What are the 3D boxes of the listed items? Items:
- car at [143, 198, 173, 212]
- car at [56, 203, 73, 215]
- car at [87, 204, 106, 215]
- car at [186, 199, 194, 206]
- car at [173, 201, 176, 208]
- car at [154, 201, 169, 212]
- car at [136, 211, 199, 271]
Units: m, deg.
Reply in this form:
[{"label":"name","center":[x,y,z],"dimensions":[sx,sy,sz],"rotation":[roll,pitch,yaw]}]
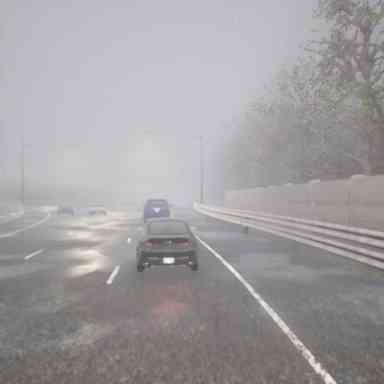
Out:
[{"label":"car","center":[-2.994,1.558,28.253],"dimensions":[2.150,2.045,5.566],"rotation":[0,-1,-6]},{"label":"car","center":[-15.883,2.073,41.592],"dimensions":[2.033,1.411,5.357],"rotation":[0,-1,-23]},{"label":"car","center":[-11.777,2.105,40.801],"dimensions":[1.895,1.301,4.718],"rotation":[0,-1,-22]},{"label":"car","center":[-0.471,3.004,95.283],"dimensions":[2.150,2.045,5.566],"rotation":[0,-4,7]},{"label":"car","center":[-4.004,2.313,60.686],"dimensions":[1.895,1.301,4.718],"rotation":[0,-1,4]},{"label":"car","center":[-4.335,2.096,48.288],"dimensions":[1.812,1.442,4.674],"rotation":[0,-1,0]},{"label":"car","center":[-0.865,1.642,11.492],"dimensions":[1.837,1.490,4.892],"rotation":[0,0,-5]}]
